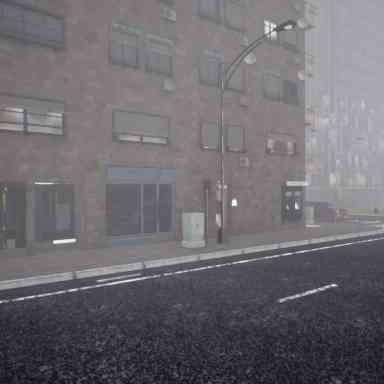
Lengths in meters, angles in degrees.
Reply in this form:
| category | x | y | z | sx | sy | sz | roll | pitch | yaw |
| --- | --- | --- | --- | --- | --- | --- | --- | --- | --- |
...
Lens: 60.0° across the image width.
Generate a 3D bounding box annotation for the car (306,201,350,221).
| category | x | y | z | sx | sy | sz | roll | pitch | yaw |
| --- | --- | --- | --- | --- | --- | --- | --- | --- | --- |
| car | 11.901 | 1.619 | 30.351 | 2.097 | 1.767 | 4.553 | -1 | -1 | -35 |
